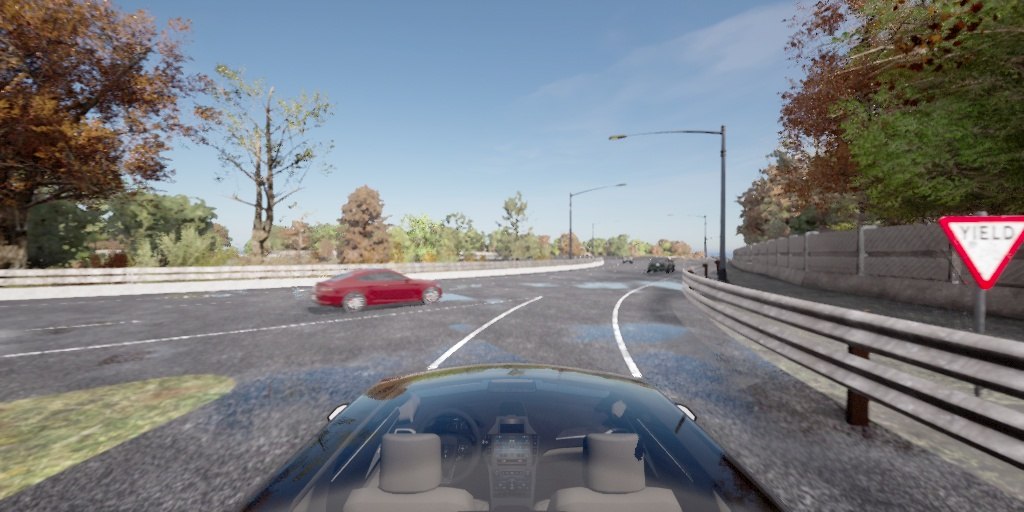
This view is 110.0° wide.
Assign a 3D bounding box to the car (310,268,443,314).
[{"bbox_3d":[-4.862,1.183,13.386,4.674,1.442,1.812,0,1,-42],"label":"car"}]

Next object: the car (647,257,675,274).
[{"bbox_3d":[15.703,0.895,37.666,2.097,1.767,4.553,0,0,32],"label":"car"}]
